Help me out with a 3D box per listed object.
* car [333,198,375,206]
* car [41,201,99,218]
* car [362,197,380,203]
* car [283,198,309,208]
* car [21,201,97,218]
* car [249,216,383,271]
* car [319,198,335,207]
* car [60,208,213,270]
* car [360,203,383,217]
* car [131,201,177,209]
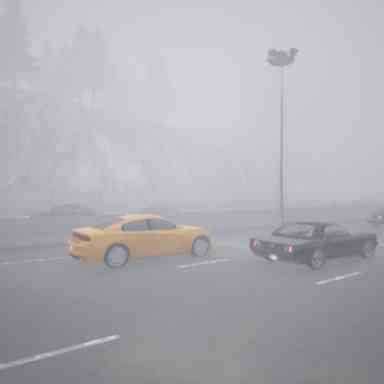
[{"bbox_3d":[19.068,1.713,39.066,4.718,1.301,1.895,0,0,-35],"label":"car"},{"bbox_3d":[-11.108,1.553,30.459,4.674,1.442,1.812,0,0,-35],"label":"car"},{"bbox_3d":[24.979,1.493,47.551,4.553,1.767,2.097,0,0,-35],"label":"car"},{"bbox_3d":[15.413,1.648,49.335,4.674,1.442,1.812,0,0,-35],"label":"car"},{"bbox_3d":[-9.199,1.526,23.225,4.892,1.490,1.837,1,0,-35],"label":"car"},{"bbox_3d":[4.200,1.630,11.039,4.718,1.301,1.895,0,0,-35],"label":"car"},{"bbox_3d":[20.669,1.659,48.779,4.674,1.442,1.812,0,0,-35],"label":"car"},{"bbox_3d":[-1.538,1.494,11.249,5.008,1.535,1.882,0,0,-35],"label":"car"},{"bbox_3d":[13.695,1.618,22.109,5.357,1.411,2.033,0,0,-35],"label":"car"},{"bbox_3d":[-3.580,1.572,31.527,4.674,1.442,1.812,0,0,-35],"label":"car"}]
